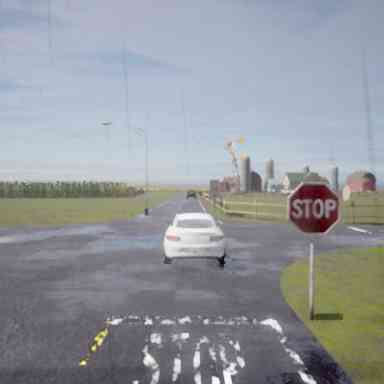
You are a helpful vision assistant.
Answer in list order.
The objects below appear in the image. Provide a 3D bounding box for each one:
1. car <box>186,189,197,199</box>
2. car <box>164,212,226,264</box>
[{"bbox_3d":[-0.128,0.462,72.253,2.150,2.045,5.566,0,1,0],"label":"car"},{"bbox_3d":[0.080,1.418,11.296,1.812,1.442,4.674,0,0,0],"label":"car"}]
